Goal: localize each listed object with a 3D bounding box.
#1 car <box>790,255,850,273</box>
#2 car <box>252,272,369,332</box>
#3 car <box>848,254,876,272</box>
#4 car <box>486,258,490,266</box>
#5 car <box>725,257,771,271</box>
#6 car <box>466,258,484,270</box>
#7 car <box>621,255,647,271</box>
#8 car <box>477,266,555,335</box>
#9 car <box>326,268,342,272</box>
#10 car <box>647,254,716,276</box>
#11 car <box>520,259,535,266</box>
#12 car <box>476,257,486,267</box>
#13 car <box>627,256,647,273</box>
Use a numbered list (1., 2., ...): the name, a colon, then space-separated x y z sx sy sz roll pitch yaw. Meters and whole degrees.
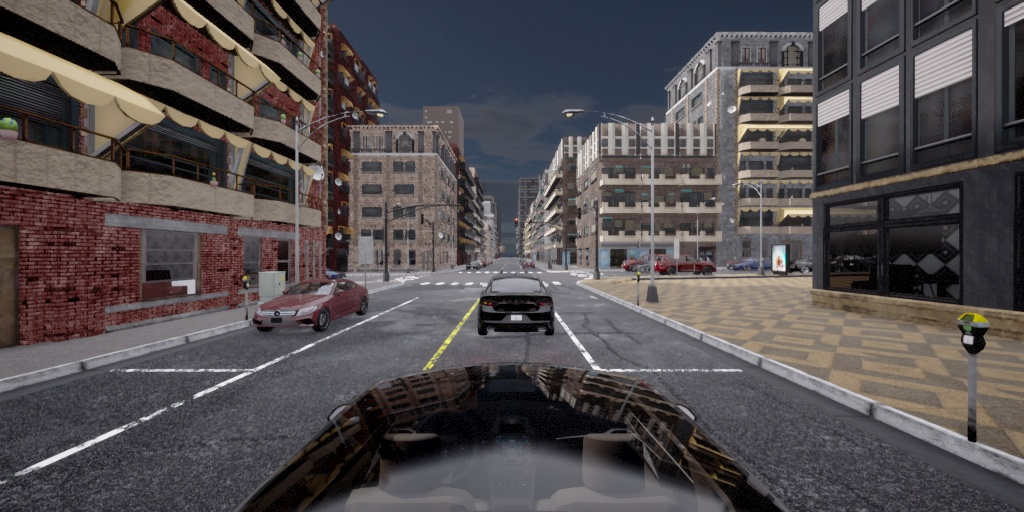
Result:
1. car: 25.812 0.822 30.891 4.313 1.339 1.948 0 0 0
2. car: -5.739 1.332 10.825 1.802 1.307 4.207 0 0 0
3. car: 31.360 0.718 30.937 4.313 1.339 1.948 0 0 0
4. car: -5.670 1.086 64.213 2.192 1.841 5.009 0 0 0
5. car: 25.080 0.806 36.677 5.357 1.411 2.033 -1 0 -1
6. car: -5.674 1.331 52.848 1.948 1.339 4.313 0 0 0
7. car: 14.587 0.764 39.177 5.009 1.841 2.192 0 0 0
8. car: 0.101 1.228 10.482 1.882 1.535 5.008 0 0 0
9. car: -18.278 1.614 33.113 5.357 1.411 2.033 -1 0 -1
10. car: 14.719 0.778 30.798 5.009 1.841 2.192 0 0 0
11. car: 2.708 1.208 58.530 1.967 1.591 4.097 0 0 0
12. car: -5.672 1.293 58.361 1.751 1.417 4.829 0 0 0
13. car: 14.457 1.021 36.585 4.181 1.385 1.994 -1 0 -1
